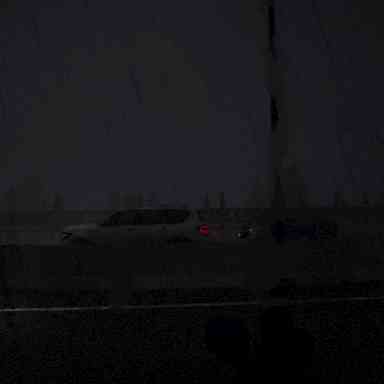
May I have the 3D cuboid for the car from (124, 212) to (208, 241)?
[{"bbox_3d":[-1.516,1.993,19.515,4.674,1.442,1.812,-1,-1,-3],"label":"car"}]

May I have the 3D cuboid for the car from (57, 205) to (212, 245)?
[{"bbox_3d":[-2.049,1.539,12.485,5.566,2.045,2.150,-1,-1,-3],"label":"car"}]

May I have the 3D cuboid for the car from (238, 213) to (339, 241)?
[{"bbox_3d":[4.748,1.805,16.558,4.902,1.511,2.128,-1,-1,-7],"label":"car"}]
